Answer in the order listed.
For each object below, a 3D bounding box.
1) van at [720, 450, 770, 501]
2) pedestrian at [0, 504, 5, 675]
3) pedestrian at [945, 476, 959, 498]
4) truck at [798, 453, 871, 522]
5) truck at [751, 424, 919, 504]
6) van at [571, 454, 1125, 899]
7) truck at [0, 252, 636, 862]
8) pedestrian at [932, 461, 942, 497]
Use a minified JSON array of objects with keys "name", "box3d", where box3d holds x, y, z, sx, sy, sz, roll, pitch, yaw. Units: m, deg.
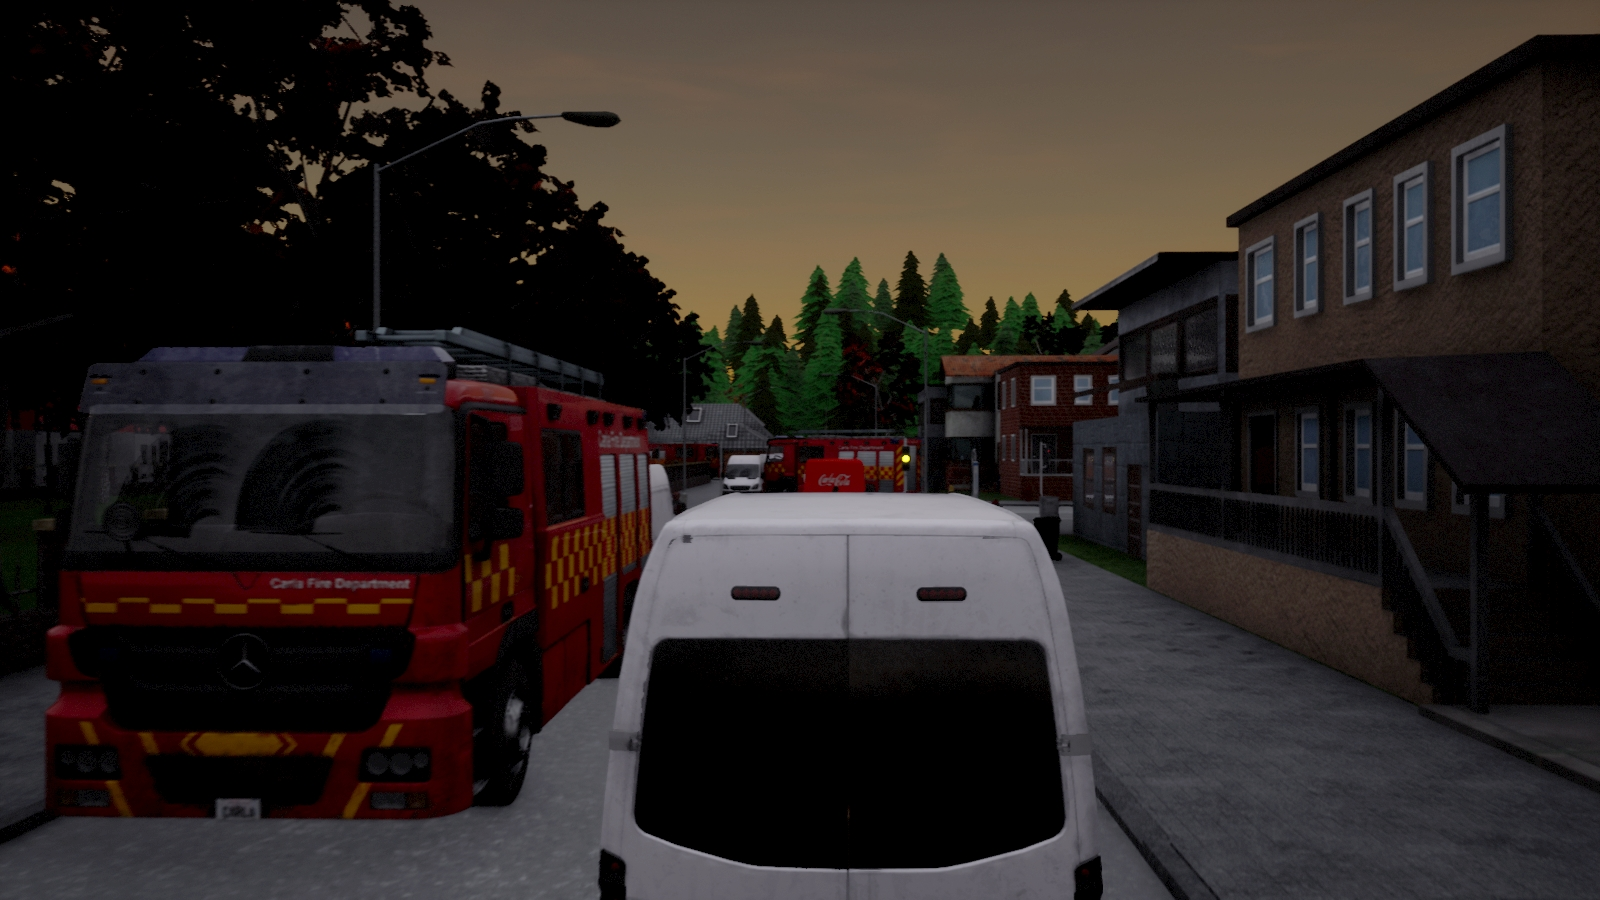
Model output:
[{"name":"van","box3d":[-2.866,1.322,60.810,1.988,2.561,5.915,0,-1,4]},{"name":"pedestrian","box3d":[-8.902,1.524,12.330,0.375,1.860,0.375,0,0,2]},{"name":"pedestrian","box3d":[7.800,1.898,58.617,0.500,1.100,0.500,0,0,-35]},{"name":"truck","box3d":[1.319,1.349,43.651,2.627,2.467,5.204,0,0,2]},{"name":"truck","box3d":[1.682,0.671,58.159,8.468,3.827,2.891,0,0,37]},{"name":"van","box3d":[0.267,1.315,7.067,1.988,2.561,5.915,0,0,2]},{"name":"truck","box3d":[-3.806,0.670,11.434,2.891,3.827,8.468,0,0,2]},{"name":"pedestrian","box3d":[7.211,1.517,60.011,0.375,1.860,0.375,0,0,-25]}]
